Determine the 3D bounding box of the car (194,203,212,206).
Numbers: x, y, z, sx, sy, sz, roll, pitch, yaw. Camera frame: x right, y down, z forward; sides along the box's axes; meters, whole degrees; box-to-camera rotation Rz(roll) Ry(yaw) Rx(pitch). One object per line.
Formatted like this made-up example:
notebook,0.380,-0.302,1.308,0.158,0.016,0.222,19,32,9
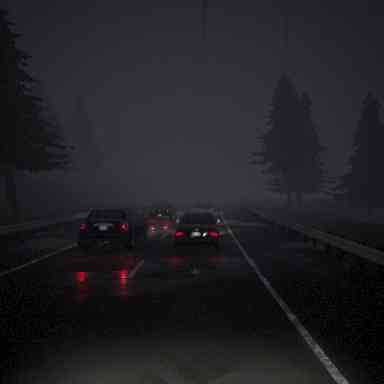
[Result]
car,0.997,1.616,29.315,1.895,1.301,4.718,0,0,4

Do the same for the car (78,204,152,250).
car,-3.250,1.365,14.558,2.097,1.767,4.553,0,0,2

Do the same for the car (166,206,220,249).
car,0.249,1.563,14.471,2.033,1.411,5.357,0,0,2

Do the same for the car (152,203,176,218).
car,-2.495,1.616,29.543,1.895,1.301,4.718,0,0,4
